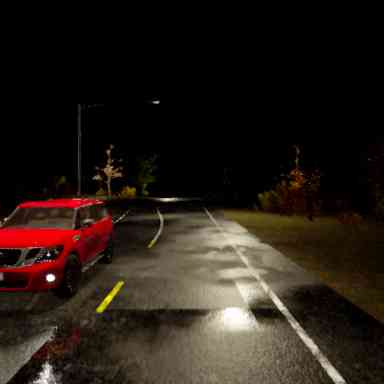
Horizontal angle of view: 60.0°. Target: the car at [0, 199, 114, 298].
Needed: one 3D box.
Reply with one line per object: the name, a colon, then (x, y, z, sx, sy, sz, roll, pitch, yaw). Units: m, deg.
car: (-3.622, 1.228, 8.878, 2.150, 2.045, 5.566, 0, 0, 0)
